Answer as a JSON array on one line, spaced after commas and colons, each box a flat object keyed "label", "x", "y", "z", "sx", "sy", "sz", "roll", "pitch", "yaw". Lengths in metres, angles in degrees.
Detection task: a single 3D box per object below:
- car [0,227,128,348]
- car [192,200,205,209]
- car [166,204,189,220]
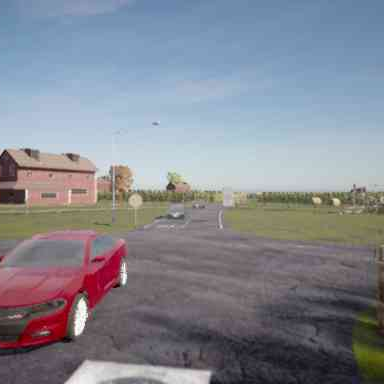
[{"label": "car", "x": -2.641, "y": 1.559, "z": 6.854, "sx": 1.882, "sy": 1.535, "sz": 5.008, "roll": 0, "pitch": -1, "yaw": 1}, {"label": "car", "x": 1.205, "y": 2.145, "z": 57.231, "sx": 2.128, "sy": 1.511, "sz": 4.902, "roll": 0, "pitch": -1, "yaw": 8}, {"label": "car", "x": -1.383, "y": 1.920, "z": 32.670, "sx": 1.812, "sy": 1.442, "sz": 4.674, "roll": 0, "pitch": -1, "yaw": 4}]
